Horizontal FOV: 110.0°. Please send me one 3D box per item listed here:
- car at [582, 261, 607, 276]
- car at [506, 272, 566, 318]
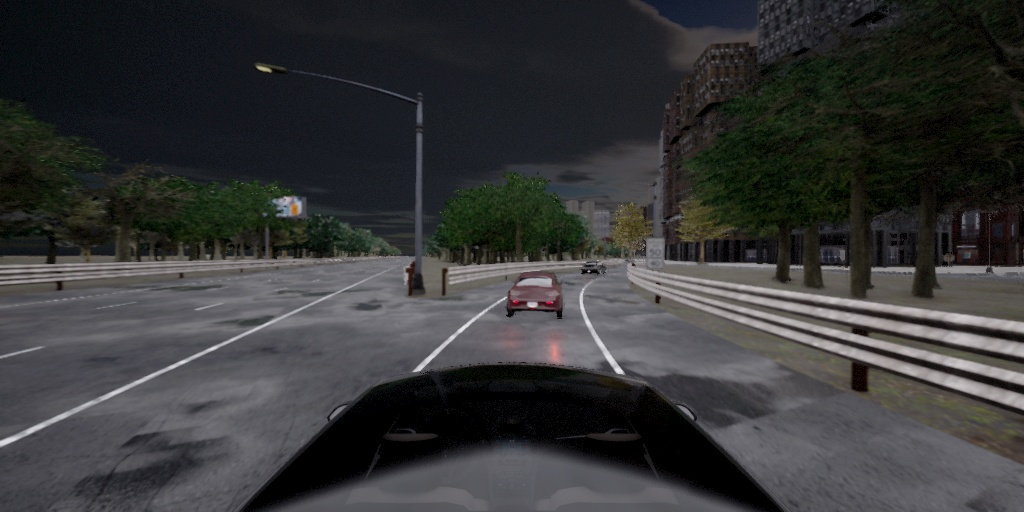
[{"bbox_3d":[8.955,1.335,38.813,1.837,1.490,4.892,0,-1,27],"label":"car"},{"bbox_3d":[0.936,1.290,12.999,1.812,1.442,4.674,0,0,8],"label":"car"}]
